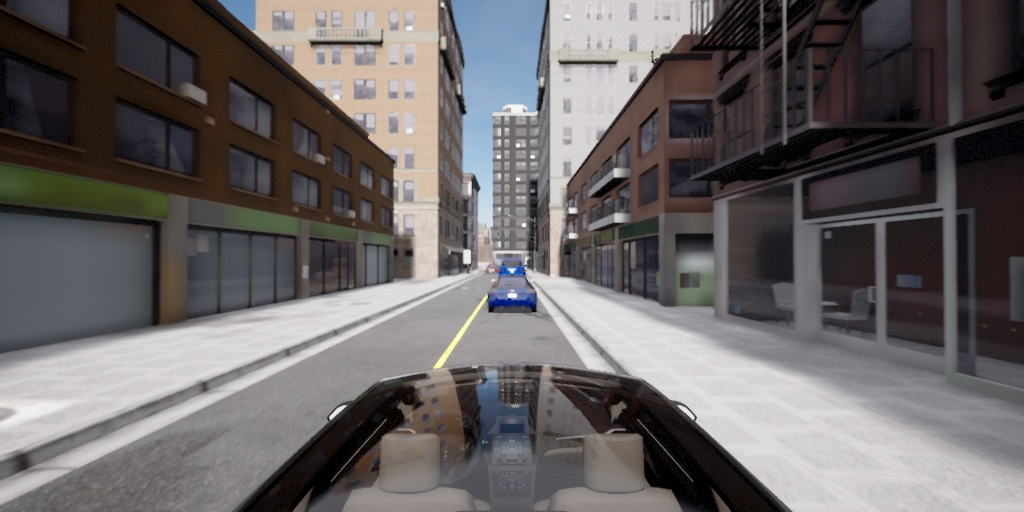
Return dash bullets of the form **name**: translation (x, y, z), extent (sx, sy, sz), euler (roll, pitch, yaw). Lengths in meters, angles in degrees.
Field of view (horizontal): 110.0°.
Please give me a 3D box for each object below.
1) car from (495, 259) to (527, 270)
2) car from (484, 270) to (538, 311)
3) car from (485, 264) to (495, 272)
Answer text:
- **car**: translation (0.020, 1.264, 29.419), extent (2.150, 2.045, 5.566), euler (0, 0, 0)
- **car**: translation (0.027, 1.455, 15.269), extent (1.994, 1.385, 4.181), euler (0, -1, 0)
- **car**: translation (-2.759, 1.795, 51.002), extent (1.812, 1.442, 4.674), euler (0, -1, 0)
